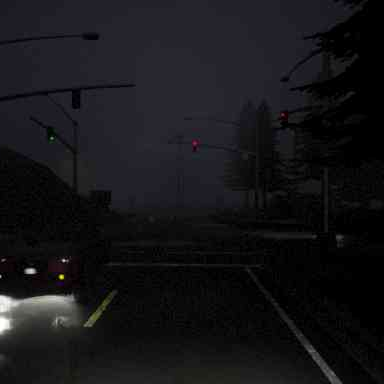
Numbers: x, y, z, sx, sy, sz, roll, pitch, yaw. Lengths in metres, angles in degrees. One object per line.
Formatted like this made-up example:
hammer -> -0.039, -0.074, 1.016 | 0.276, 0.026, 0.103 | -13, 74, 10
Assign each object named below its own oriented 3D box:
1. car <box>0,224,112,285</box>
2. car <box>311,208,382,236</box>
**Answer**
car -> -3.670, 1.628, 9.531 | 1.994, 1.385, 4.181 | 0, -1, 0
car -> 10.079, 1.835, 21.280 | 4.553, 1.767, 2.097 | 0, -1, 0
